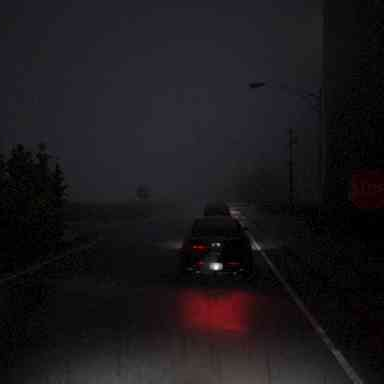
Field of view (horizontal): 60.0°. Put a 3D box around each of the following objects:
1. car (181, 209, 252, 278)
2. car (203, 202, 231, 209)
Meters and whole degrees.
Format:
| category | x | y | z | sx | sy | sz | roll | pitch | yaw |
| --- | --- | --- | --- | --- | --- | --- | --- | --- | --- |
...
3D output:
| category | x | y | z | sx | sy | sz | roll | pitch | yaw |
| --- | --- | --- | --- | --- | --- | --- | --- | --- | --- |
| car | 0.758 | 1.493 | 10.200 | 1.837 | 1.490 | 4.892 | 0 | 0 | 5 |
| car | 1.826 | 1.451 | 24.436 | 1.882 | 1.535 | 5.008 | 0 | 0 | 5 |
